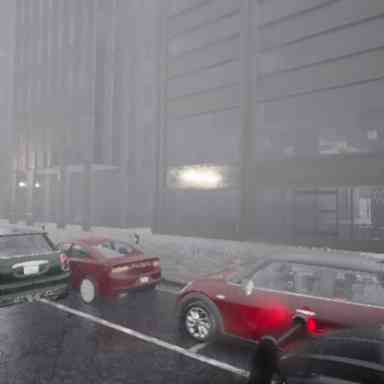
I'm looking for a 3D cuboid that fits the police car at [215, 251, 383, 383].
[{"bbox_3d":[2.884,1.559,2.068,5.238,1.638,1.930,-1,-3,38],"label":"police car"}]

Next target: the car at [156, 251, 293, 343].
[{"bbox_3d":[1.637,1.691,5.404,4.097,1.590,1.967,-1,-3,38],"label":"car"}]

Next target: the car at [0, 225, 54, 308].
[{"bbox_3d":[-4.954,1.620,8.027,4.553,1.767,2.097,-1,-3,37],"label":"car"}]

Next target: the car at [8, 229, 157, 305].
[{"bbox_3d":[-2.838,1.876,8.895,4.507,1.381,1.887,-1,-3,38],"label":"car"}]
